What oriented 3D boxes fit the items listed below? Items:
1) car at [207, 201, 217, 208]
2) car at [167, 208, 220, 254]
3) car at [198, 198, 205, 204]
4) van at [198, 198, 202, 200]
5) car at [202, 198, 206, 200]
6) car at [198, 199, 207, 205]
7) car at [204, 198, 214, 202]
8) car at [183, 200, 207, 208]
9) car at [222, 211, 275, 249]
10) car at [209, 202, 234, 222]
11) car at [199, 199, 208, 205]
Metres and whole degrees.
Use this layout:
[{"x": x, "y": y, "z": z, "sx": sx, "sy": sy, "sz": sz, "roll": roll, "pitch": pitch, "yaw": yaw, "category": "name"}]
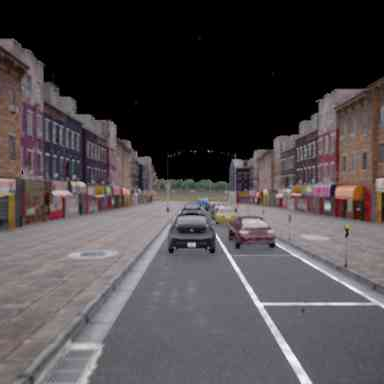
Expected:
[{"x": 2.604, "y": 1.861, "z": 31.726, "sx": 2.008, "sy": 1.369, "sz": 4.403, "roll": -1, "pitch": -1, "yaw": 0, "category": "car"}, {"x": -0.003, "y": 1.648, "z": 14.279, "sx": 1.837, "sy": 1.490, "sz": 4.892, "roll": 0, "pitch": 0, "yaw": 0, "category": "car"}, {"x": 2.568, "y": 2.444, "z": 92.750, "sx": 1.752, "sy": 1.417, "sz": 4.829, "roll": -1, "pitch": -1, "yaw": 0, "category": "car"}, {"x": 2.580, "y": 1.980, "z": 64.921, "sx": 1.690, "sy": 1.788, "sz": 3.998, "roll": -1, "pitch": -1, "yaw": 0, "category": "van"}, {"x": 2.993, "y": 2.060, "z": 54.463, "sx": 1.812, "sy": 1.442, "sz": 4.674, "roll": 0, "pitch": -1, "yaw": 0, "category": "car"}, {"x": 2.576, "y": 2.371, "z": 81.515, "sx": 1.947, "sy": 1.339, "sz": 4.313, "roll": -1, "pitch": -1, "yaw": 0, "category": "car"}, {"x": 2.997, "y": 1.991, "z": 47.461, "sx": 1.812, "sy": 1.442, "sz": 4.674, "roll": 0, "pitch": -1, "yaw": 0, "category": "car"}, {"x": -0.011, "y": 1.778, "z": 29.283, "sx": 2.128, "sy": 1.511, "sz": 4.902, "roll": 0, "pitch": 0, "yaw": 0, "category": "car"}, {"x": 2.614, "y": 1.730, "z": 15.129, "sx": 1.802, "sy": 1.307, "sz": 4.206, "roll": -1, "pitch": -1, "yaw": 0, "category": "car"}, {"x": 2.606, "y": 1.782, "z": 26.364, "sx": 1.752, "sy": 1.417, "sz": 4.829, "roll": -1, "pitch": -1, "yaw": 0, "category": "car"}, {"x": 2.578, "y": 2.277, "z": 76.154, "sx": 1.752, "sy": 1.417, "sz": 4.829, "roll": -1, "pitch": -1, "yaw": 0, "category": "car"}]
